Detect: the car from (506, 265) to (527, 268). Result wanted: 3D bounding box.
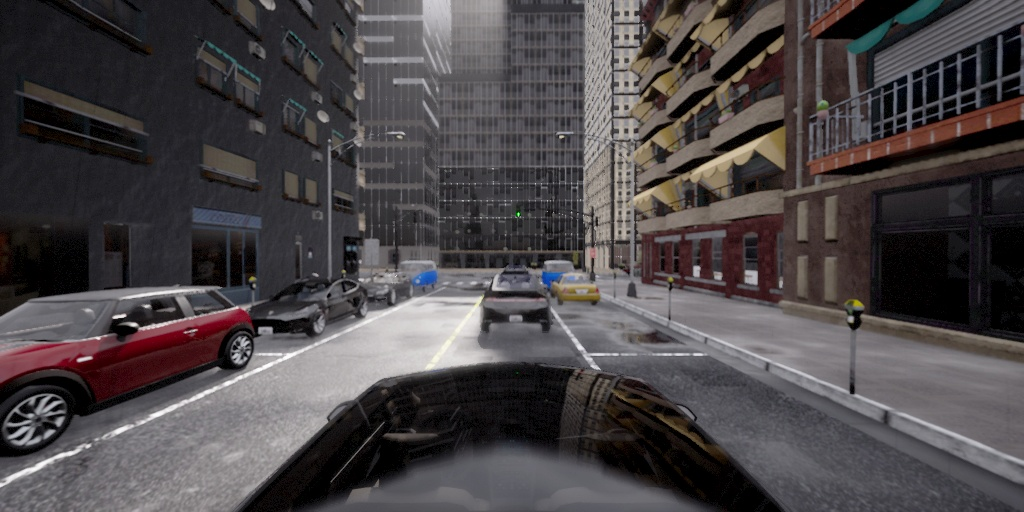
[{"bbox_3d":[0.327,1.354,24.444,2.128,1.511,4.902,0,0,4],"label":"car"}]

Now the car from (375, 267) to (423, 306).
[{"bbox_3d":[-5.662,1.371,16.044,2.007,1.370,4.403,0,0,0],"label":"car"}]

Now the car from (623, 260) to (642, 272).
[{"bbox_3d":[15.316,1.289,40.910,5.009,1.841,2.192,0,0,0],"label":"car"}]

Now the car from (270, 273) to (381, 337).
[{"bbox_3d":[-5.674,1.358,10.442,1.948,1.339,4.313,0,0,0],"label":"car"}]

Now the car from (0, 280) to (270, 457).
[{"bbox_3d":[-5.687,1.205,4.841,1.967,1.591,4.097,0,0,0],"label":"car"}]

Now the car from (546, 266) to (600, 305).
[{"bbox_3d":[2.719,1.346,16.167,1.751,1.417,4.829,0,0,0],"label":"car"}]

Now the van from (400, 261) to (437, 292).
[{"bbox_3d":[-5.650,1.189,21.646,1.690,1.789,3.998,0,0,0],"label":"van"}]

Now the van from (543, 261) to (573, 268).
[{"bbox_3d":[2.730,1.189,21.599,1.690,1.789,3.998,0,0,0],"label":"van"}]

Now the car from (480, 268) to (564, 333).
[{"bbox_3d":[0.104,1.286,10.928,2.128,1.511,4.902,0,0,0],"label":"car"}]

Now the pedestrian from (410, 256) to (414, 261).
[{"bbox_3d":[-12.304,0.853,44.069,0.375,1.860,0.375,0,0,0],"label":"pedestrian"}]

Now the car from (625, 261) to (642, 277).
[{"bbox_3d":[14.752,1.558,38.318,4.181,1.385,1.994,0,1,0],"label":"car"}]
